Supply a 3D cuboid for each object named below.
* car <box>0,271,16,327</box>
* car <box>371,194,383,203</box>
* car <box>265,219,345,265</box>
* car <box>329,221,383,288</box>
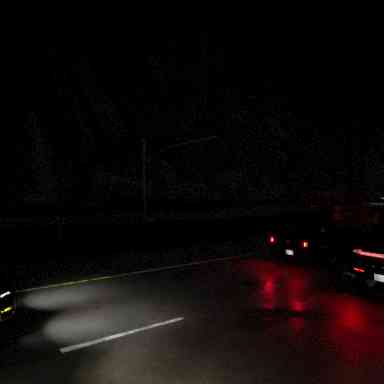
[{"bbox_3d":[-5.077,1.502,4.388,4.892,1.490,1.837,1,0,-36],"label":"car"},{"bbox_3d":[33.981,1.089,59.435,4.553,1.767,2.097,0,0,-36],"label":"car"},{"bbox_3d":[4.839,1.590,11.666,4.718,1.301,1.895,0,0,-36],"label":"car"},{"bbox_3d":[5.699,1.482,7.961,4.902,1.511,2.128,0,0,-36],"label":"car"}]
